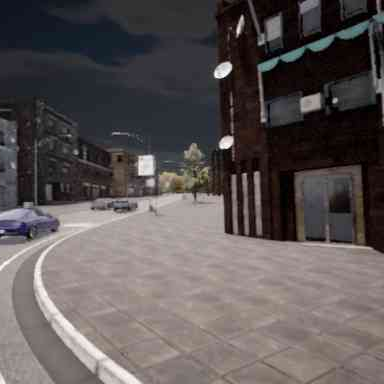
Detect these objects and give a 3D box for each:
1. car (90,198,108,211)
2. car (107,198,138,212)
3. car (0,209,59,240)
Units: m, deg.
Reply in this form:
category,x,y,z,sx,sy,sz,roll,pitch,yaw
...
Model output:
category,x,y,z,sx,sy,sz,roll,pitch,yaw
car,-10.872,1.495,40.516,1.837,1.490,4.892,-2,1,4
car,-7.386,1.394,37.359,2.128,1.511,4.902,-2,1,4
car,-8.477,1.577,17.058,1.812,1.442,4.674,-2,0,-1
